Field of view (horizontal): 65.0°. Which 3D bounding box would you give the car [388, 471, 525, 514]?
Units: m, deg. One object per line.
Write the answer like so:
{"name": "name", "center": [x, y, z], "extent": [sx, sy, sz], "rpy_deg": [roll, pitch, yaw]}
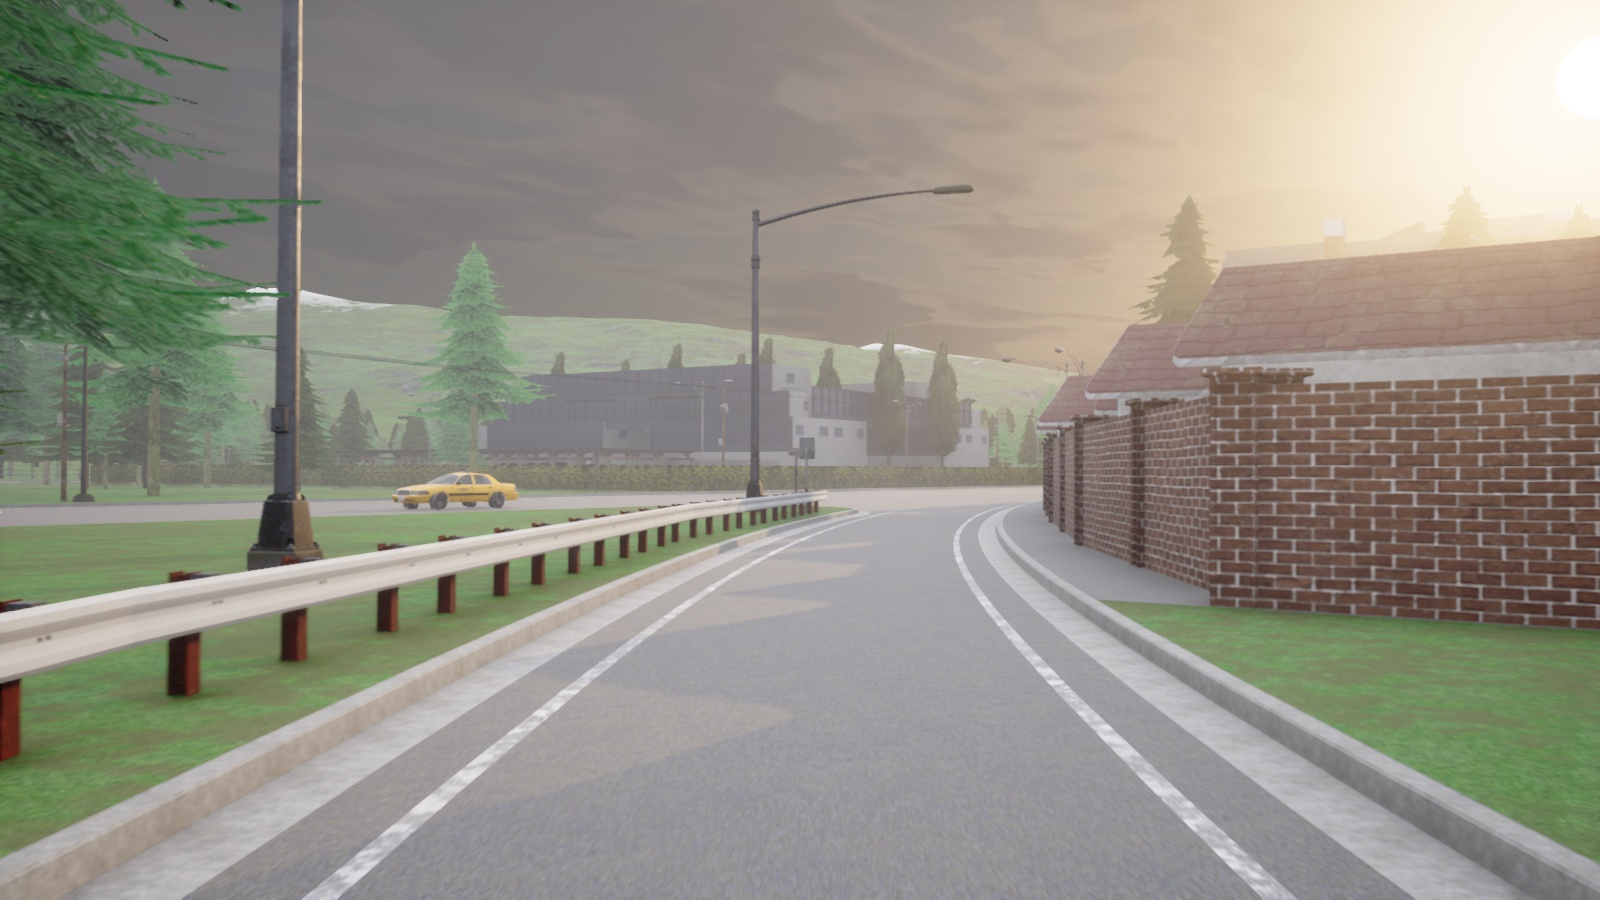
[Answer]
{"name": "car", "center": [-13.532, 1.638, 49.816], "extent": [1.801, 1.575, 5.366], "rpy_deg": [-1, -1, 34]}
